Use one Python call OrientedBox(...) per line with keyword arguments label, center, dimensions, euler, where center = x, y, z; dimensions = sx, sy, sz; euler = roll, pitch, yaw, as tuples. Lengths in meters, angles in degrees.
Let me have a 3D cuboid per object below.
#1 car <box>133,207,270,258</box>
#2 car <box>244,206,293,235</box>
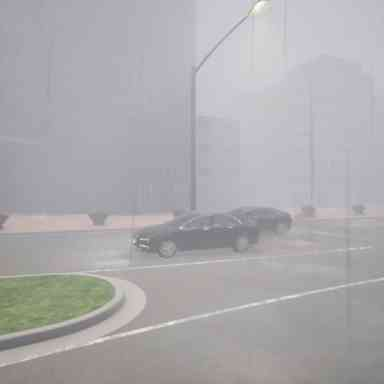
OrientedBox(label="car", center=(0.238, 1.504, 12.589), dimensions=(4.892, 1.490, 1.837), euler=(0, 0, -21))
OrientedBox(label="car", center=(2.963, 1.504, 17.456), dimensions=(4.892, 1.490, 1.837), euler=(0, 0, -23))
